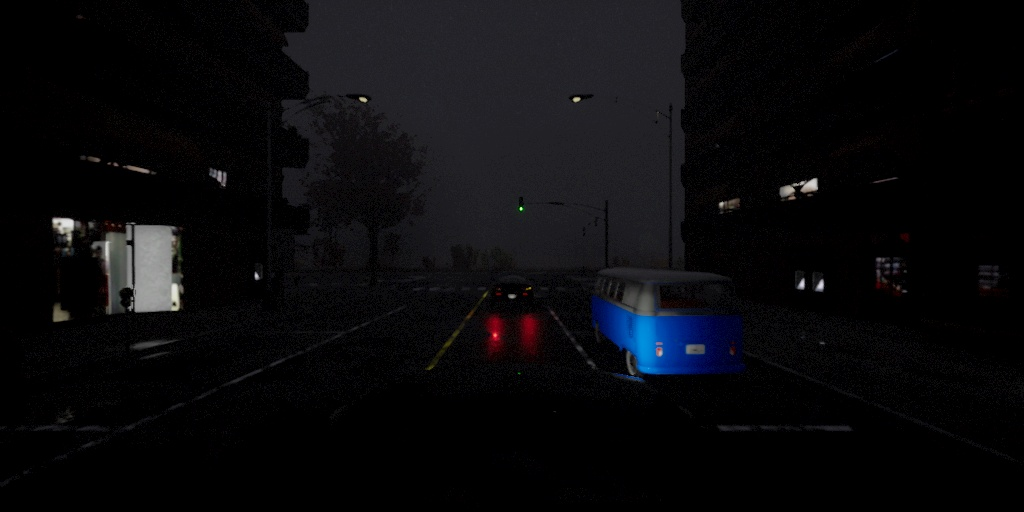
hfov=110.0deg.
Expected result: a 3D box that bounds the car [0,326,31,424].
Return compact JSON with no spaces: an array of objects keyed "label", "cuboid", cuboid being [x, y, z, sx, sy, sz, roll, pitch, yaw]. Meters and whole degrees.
[{"label":"car","cuboid":[-5.692,1.061,1.364,2.192,1.841,5.009,0,0,0]}]

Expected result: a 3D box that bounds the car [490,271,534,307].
[{"label":"car","cuboid":[0.008,1.410,16.233,1.812,1.442,4.674,0,0,0]}]

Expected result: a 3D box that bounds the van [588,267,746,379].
[{"label":"van","cuboid":[2.690,1.141,7.075,1.690,1.789,3.998,0,0,0]}]
